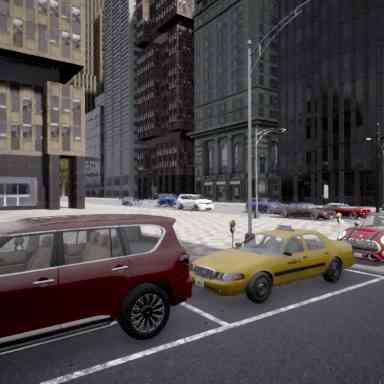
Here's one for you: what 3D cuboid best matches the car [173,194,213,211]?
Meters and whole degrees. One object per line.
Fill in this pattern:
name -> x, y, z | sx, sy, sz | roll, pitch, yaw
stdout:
car -> 0.310, 1.331, 41.431 | 2.150, 2.045, 5.566 | 0, 0, -36

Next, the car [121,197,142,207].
car -> -10.327, 1.580, 56.440 | 2.097, 1.767, 4.553 | 0, 0, -36

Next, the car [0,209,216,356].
car -> -2.309, 1.315, 5.008 | 5.009, 1.841, 2.192 | 0, 0, -36

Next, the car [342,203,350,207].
car -> 13.106, 1.648, 29.154 | 1.895, 1.301, 4.718 | 0, 0, -36

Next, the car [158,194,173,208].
car -> -3.341, 1.354, 52.155 | 2.150, 2.045, 5.566 | 0, 0, -35

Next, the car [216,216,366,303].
car -> 2.105, 1.525, 8.174 | 4.829, 1.417, 1.752 | 0, 0, -36

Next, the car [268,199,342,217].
car -> 9.538, 1.613, 28.553 | 2.033, 1.411, 5.357 | 0, 0, -36

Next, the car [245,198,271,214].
car -> 7.970, 1.427, 36.329 | 2.097, 1.767, 4.553 | 0, 0, -36

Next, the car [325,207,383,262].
car -> 6.795, 1.439, 11.540 | 4.097, 1.590, 1.967 | 0, 0, -36
